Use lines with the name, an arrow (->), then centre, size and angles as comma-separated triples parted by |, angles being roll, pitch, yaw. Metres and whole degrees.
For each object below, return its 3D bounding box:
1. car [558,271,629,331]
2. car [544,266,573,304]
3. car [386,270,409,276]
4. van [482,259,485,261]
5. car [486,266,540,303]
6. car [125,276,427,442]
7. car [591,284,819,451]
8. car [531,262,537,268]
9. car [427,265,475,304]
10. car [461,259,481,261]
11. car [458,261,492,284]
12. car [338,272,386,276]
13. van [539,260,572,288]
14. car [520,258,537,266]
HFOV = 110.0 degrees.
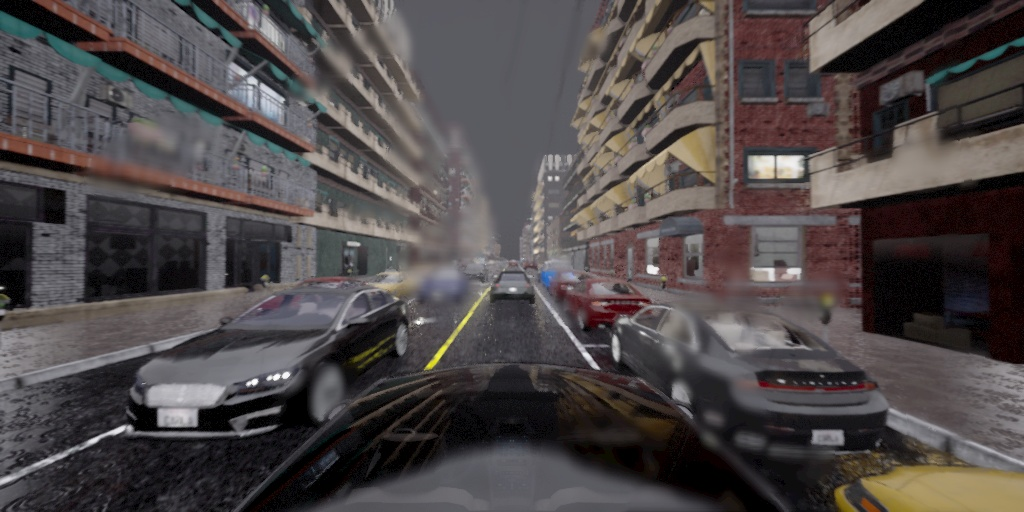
car -> 2.717, 1.337, 10.902 | 1.888, 1.381, 4.507 | 0, 0, 0
car -> 2.737, 1.360, 16.564 | 1.888, 1.381, 4.507 | 0, 0, 0
car -> -5.643, 1.322, 16.424 | 1.751, 1.417, 4.829 | 0, 0, 0
van -> -5.480, 1.345, 61.889 | 1.690, 1.789, 3.998 | 0, 0, 0
car -> 0.046, 1.374, 16.910 | 1.994, 1.385, 4.181 | 0, 0, 0
car -> -3.092, 1.251, 5.783 | 2.128, 1.511, 4.902 | 0, 0, 0
car -> 2.696, 1.320, 5.240 | 2.007, 1.370, 4.403 | 0, 0, 0
car -> 2.778, 1.414, 27.888 | 2.007, 1.370, 4.403 | 0, 0, 0
car -> -3.033, 1.330, 16.950 | 1.812, 1.442, 4.674 | 0, 0, 0
car -> -5.541, 1.237, 44.904 | 2.192, 1.841, 5.009 | 0, 0, 0
car -> -2.914, 1.366, 28.898 | 1.837, 1.490, 4.892 | 0, -1, 0
car -> -5.663, 1.318, 10.932 | 1.888, 1.381, 4.507 | 0, 0, 0
van -> 2.757, 1.180, 22.227 | 1.690, 1.789, 3.998 | 0, 0, 0
car -> 2.880, 1.309, 56.198 | 2.192, 1.841, 5.009 | 0, 0, 0
